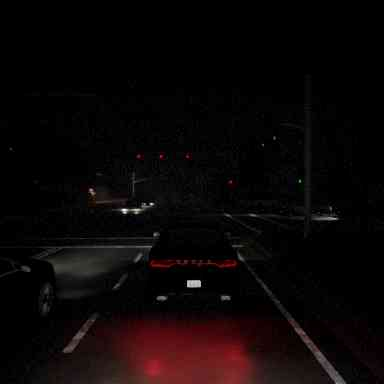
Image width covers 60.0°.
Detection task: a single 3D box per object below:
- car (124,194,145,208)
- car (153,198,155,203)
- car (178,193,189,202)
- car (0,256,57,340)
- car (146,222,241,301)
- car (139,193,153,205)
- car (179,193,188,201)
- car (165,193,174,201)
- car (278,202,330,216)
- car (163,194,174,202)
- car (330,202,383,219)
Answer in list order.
[{"bbox_3d":[-8.307,1.477,47.115,1.882,1.535,5.008,0,0,-1],"label":"car"},{"bbox_3d":[-8.764,1.563,68.247,1.994,1.385,4.181,0,0,-1],"label":"car"},{"bbox_3d":[-1.901,1.225,74.242,2.150,2.045,5.566,0,0,-1],"label":"car"},{"bbox_3d":[-3.468,1.492,4.386,2.128,1.511,4.902,0,0,0],"label":"car"},{"bbox_3d":[0.001,1.478,8.378,1.882,1.535,5.008,0,0,-1],"label":"car"},{"bbox_3d":[-8.546,1.222,57.181,2.150,2.045,5.566,0,0,-1],"label":"car"},{"bbox_3d":[-2.183,1.225,84.975,2.150,2.045,5.566,0,0,-1],"label":"car"},{"bbox_3d":[-5.689,1.269,85.147,2.097,1.767,4.553,0,0,-1],"label":"car"},{"bbox_3d":[10.865,1.601,32.348,4.718,1.301,1.895,0,0,-2],"label":"car"},{"bbox_3d":[-5.416,1.533,74.542,2.033,1.411,5.357,0,0,-1],"label":"car"},{"bbox_3d":[14.761,1.564,28.959,4.181,1.385,1.994,0,0,-2],"label":"car"}]
